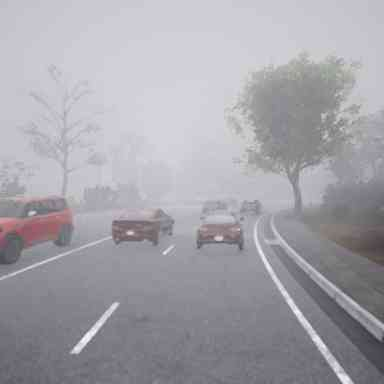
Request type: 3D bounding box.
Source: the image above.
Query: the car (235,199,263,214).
[{"bbox_3d":[6.393,1.490,35.438,2.128,1.511,4.902,0,0,19],"label":"car"}]

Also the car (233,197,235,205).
[{"bbox_3d":[5.576,1.473,51.955,1.837,1.490,4.892,0,0,27],"label":"car"}]

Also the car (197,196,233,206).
[{"bbox_3d":[2.518,1.470,34.906,2.128,1.511,4.902,0,0,18],"label":"car"}]

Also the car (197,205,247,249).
[{"bbox_3d":[1.286,1.519,14.458,1.812,1.442,4.674,0,0,7],"label":"car"}]

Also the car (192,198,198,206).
[{"bbox_3d":[1.638,1.470,51.879,1.812,1.442,4.674,0,0,26],"label":"car"}]

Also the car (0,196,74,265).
[{"bbox_3d":[-6.291,1.187,11.960,2.150,2.045,5.566,0,0,6],"label":"car"}]

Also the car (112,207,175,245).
[{"bbox_3d":[-2.093,1.456,15.528,1.882,1.535,5.008,0,0,8],"label":"car"}]
